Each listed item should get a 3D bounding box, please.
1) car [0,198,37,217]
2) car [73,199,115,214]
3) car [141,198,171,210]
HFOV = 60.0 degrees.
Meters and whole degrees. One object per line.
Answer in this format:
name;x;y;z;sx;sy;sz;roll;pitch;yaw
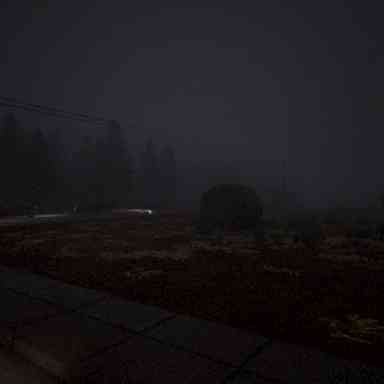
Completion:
car;-16.065;1.379;28.947;2.097;1.767;4.553;0;0;37
car;-10.618;1.518;36.292;2.128;1.511;4.902;0;0;37
car;-4.660;1.552;44.314;1.812;1.442;4.674;0;0;37
